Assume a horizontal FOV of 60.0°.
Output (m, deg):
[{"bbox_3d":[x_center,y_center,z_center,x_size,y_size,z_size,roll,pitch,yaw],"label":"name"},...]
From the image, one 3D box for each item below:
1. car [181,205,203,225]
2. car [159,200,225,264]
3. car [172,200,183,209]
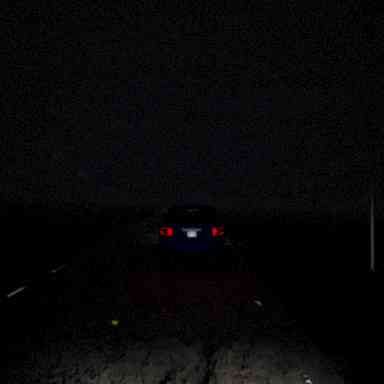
[{"bbox_3d":[0.022,1.905,28.917,1.812,1.442,4.674,0,-1,0],"label":"car"},{"bbox_3d":[0.008,1.378,12.621,2.150,2.045,5.566,0,0,0],"label":"car"},{"bbox_3d":[-2.777,2.411,63.996,1.837,1.490,4.892,0,-1,1],"label":"car"}]
